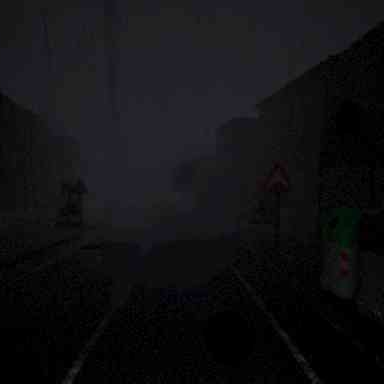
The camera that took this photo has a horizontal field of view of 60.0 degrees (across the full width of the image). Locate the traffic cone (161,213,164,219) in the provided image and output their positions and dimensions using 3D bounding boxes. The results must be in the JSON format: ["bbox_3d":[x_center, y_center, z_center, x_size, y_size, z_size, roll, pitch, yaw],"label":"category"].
[{"bbox_3d":[-3.080,2.478,34.500,0.340,0.580,0.340,0,-2,-8],"label":"traffic cone"}]

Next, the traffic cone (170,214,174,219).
[{"bbox_3d":[-2.090,2.474,34.633,0.340,0.580,0.340,0,-2,-8],"label":"traffic cone"}]

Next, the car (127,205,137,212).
[{"bbox_3d":[-11.623,3.144,64.734,1.895,1.301,4.718,0,1,-11],"label":"car"}]

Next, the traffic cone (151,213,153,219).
[{"bbox_3d":[-3.270,2.310,28.419,0.340,0.580,0.340,0,-1,-8],"label":"traffic cone"}]

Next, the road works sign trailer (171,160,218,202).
[{"bbox_3d":[0.176,-1.199,29.877,3.560,2.380,2.880,26,21,-9],"label":"road works sign trailer"}]
